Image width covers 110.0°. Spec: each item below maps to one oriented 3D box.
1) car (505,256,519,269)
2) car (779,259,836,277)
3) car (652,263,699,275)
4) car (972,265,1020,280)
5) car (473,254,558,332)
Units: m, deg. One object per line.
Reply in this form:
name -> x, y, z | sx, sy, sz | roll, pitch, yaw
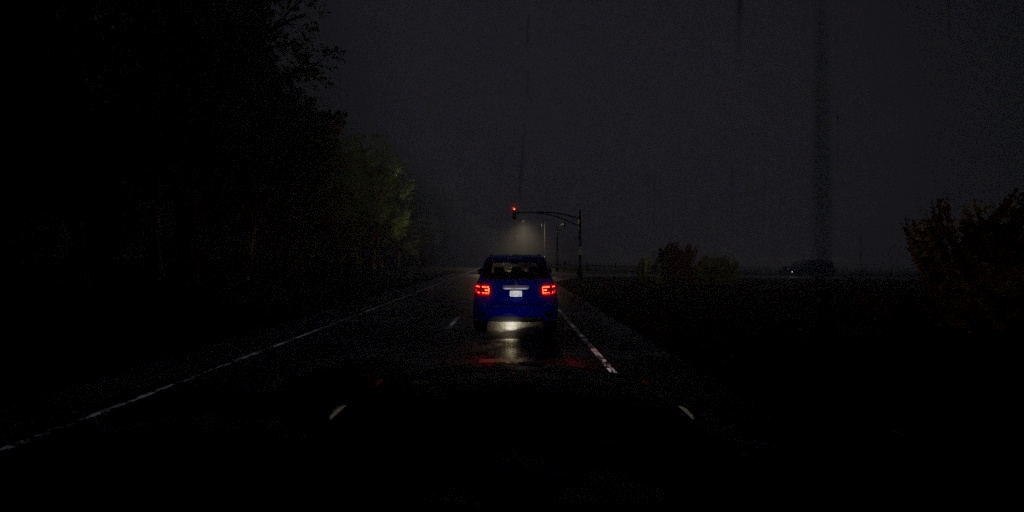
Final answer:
car -> -0.036, 0.977, 56.421 | 2.150, 2.045, 5.566 | 0, 0, -1
car -> 34.878, 1.403, 42.341 | 5.566, 2.045, 2.150 | 0, -1, 0
car -> 19.363, 1.566, 42.387 | 5.357, 1.411, 2.033 | 1, -1, 0
car -> 52.069, 1.880, 38.649 | 4.181, 1.385, 1.994 | 1, -1, 1
car -> 0.090, 0.974, 11.059 | 2.150, 2.045, 5.566 | 0, 0, 0
